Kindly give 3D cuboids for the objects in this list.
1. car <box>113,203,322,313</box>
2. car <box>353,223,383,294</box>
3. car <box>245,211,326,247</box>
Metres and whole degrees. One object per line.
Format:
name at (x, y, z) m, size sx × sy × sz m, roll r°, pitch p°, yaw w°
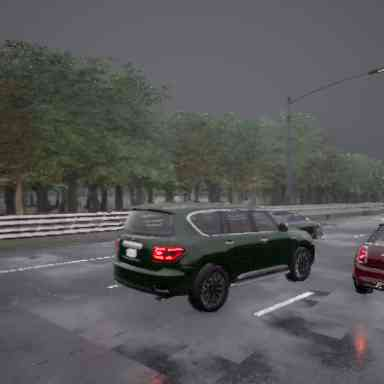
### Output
car at (0.824, 1.282, 8.115) m, size 5.566 × 2.045 × 2.150 m, roll 1°, pitch -1°, yaw -43°
car at (5.743, 1.431, 8.029) m, size 4.553 × 1.767 × 2.097 m, roll 1°, pitch -1°, yaw -43°
car at (4.728, 1.711, 16.489) m, size 4.181 × 1.385 × 1.994 m, roll 1°, pitch -1°, yaw -43°
